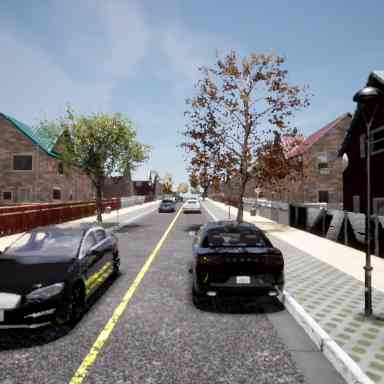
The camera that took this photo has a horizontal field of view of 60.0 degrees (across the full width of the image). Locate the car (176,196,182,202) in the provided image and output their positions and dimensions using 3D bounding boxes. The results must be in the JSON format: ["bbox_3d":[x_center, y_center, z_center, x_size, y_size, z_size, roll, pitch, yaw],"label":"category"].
[{"bbox_3d":[-2.869,1.636,75.661,1.837,1.490,4.892,0,-1,0],"label":"car"}]

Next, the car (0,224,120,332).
[{"bbox_3d":[-2.860,1.499,7.186,2.128,1.511,4.902,0,0,0],"label":"car"}]

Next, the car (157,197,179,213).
[{"bbox_3d":[-2.809,1.575,38.016,1.812,1.442,4.674,0,0,0],"label":"car"}]

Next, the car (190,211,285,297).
[{"bbox_3d":[0.950,1.487,8.676,1.882,1.535,5.008,0,0,0],"label":"car"}]

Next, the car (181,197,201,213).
[{"bbox_3d":[0.017,1.574,36.956,1.812,1.442,4.674,0,0,0],"label":"car"}]

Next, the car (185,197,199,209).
[{"bbox_3d":[-0.020,1.541,47.196,1.882,1.535,5.008,0,0,0],"label":"car"}]
